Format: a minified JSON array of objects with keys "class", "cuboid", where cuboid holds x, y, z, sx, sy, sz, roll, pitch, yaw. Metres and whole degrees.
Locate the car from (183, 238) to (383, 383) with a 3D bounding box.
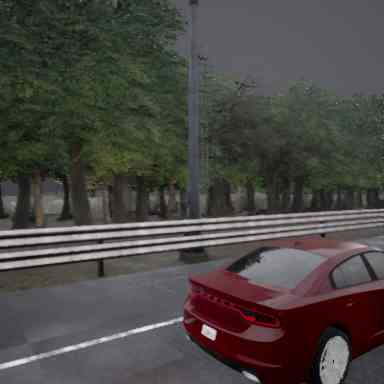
[{"class":"car","cuboid":[2.217,1.479,5.301,5.008,1.535,1.882,0,0,-35]}]
